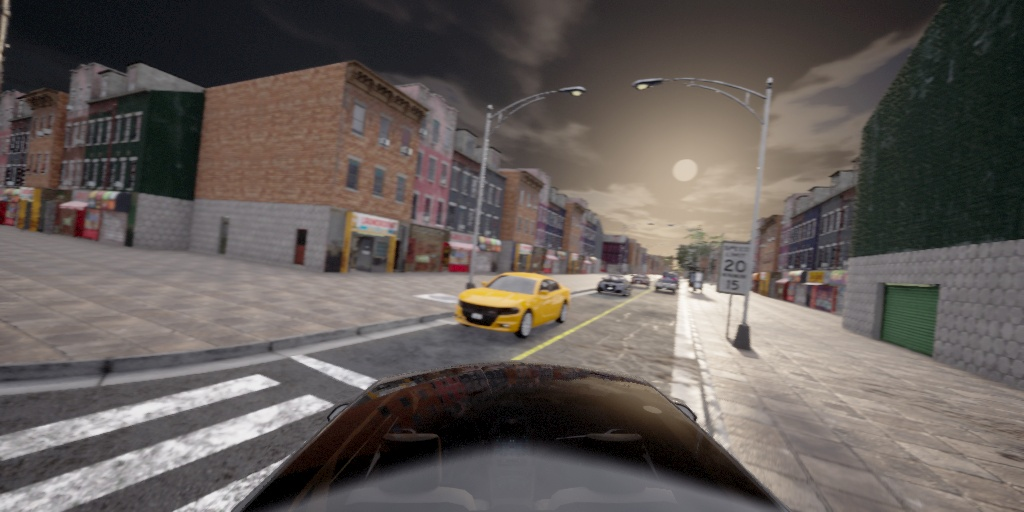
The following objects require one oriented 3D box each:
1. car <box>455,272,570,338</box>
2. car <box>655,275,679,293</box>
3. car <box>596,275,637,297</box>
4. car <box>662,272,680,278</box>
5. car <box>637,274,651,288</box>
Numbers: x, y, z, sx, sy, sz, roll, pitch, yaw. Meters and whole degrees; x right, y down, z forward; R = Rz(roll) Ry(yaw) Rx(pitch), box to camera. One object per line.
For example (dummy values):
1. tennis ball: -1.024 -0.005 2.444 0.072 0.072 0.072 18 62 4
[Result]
1. car: 0.272 1.241 10.621 1.882 1.535 5.008 6 0 25
2. car: 16.090 3.045 37.462 1.895 1.301 4.718 6 0 26
3. car: 7.477 2.088 25.938 1.994 1.385 4.181 6 0 25
4. car: 22.326 3.338 50.694 2.150 2.045 5.566 6 0 28
5. car: 14.896 2.785 41.454 1.994 1.385 4.181 6 0 25
